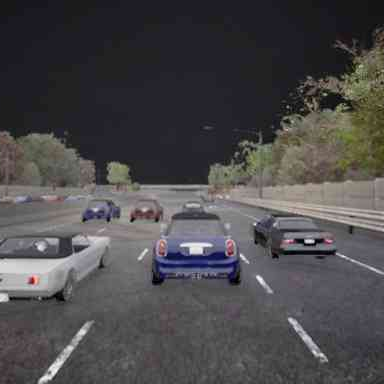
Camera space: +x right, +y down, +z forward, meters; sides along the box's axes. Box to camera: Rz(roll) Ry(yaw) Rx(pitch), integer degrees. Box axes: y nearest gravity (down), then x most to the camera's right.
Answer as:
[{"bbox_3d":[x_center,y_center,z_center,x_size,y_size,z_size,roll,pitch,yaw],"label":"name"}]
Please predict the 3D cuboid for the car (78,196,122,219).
[{"bbox_3d":[-6.905,1.333,25.935,2.097,1.767,4.553,0,0,0],"label":"car"}]

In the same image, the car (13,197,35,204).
[{"bbox_3d":[-28.033,1.496,55.615,1.812,1.442,4.674,0,0,1],"label":"car"}]

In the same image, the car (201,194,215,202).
[{"bbox_3d":[3.491,1.533,71.182,1.994,1.385,4.181,0,0,0],"label":"car"}]

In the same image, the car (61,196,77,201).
[{"bbox_3d":[-21.034,1.447,59.373,1.882,1.535,5.008,0,0,1],"label":"car"}]

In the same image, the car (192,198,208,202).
[{"bbox_3d":[0.095,1.506,27.389,1.812,1.442,4.674,0,0,0],"label":"car"}]

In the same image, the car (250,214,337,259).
[{"bbox_3d":[3.515,1.536,12.522,2.033,1.411,5.357,0,0,0],"label":"car"}]

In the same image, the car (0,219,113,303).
[{"bbox_3d":[-3.402,1.594,8.155,1.895,1.301,4.718,0,0,0],"label":"car"}]

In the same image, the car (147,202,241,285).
[{"bbox_3d":[0.097,1.344,9.661,2.097,1.767,4.553,0,0,0],"label":"car"}]

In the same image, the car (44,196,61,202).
[{"bbox_3d":[-24.531,1.447,59.304,1.882,1.535,5.008,0,0,1],"label":"car"}]

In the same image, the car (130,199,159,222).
[{"bbox_3d":[-3.405,1.333,25.906,2.097,1.767,4.553,0,0,0],"label":"car"}]
